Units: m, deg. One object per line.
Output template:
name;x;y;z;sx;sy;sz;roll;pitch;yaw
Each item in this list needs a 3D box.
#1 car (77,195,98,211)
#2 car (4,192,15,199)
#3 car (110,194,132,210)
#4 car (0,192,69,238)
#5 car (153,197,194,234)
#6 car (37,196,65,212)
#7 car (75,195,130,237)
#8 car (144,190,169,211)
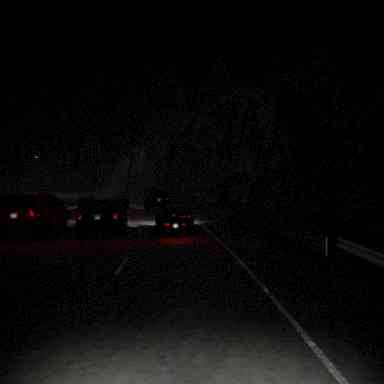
car;-11.258;1.103;36.002;1.837;1.490;4.892;-1;1;-13
car;-41.492;0.820;75.836;1.812;1.442;4.674;-1;1;-24
car;-7.789;1.054;36.377;2.128;1.511;4.902;-1;1;-13
car;-7.921;1.055;16.892;2.150;2.045;5.566;-1;1;-7
car;-1.006;1.269;17.660;1.837;1.490;4.892;0;1;-6
car;-14.532;1.169;34.529;1.812;1.442;4.674;-1;1;-13
car;-4.457;1.153;17.008;2.097;1.767;4.553;-1;1;-6
car;-3.626;0.784;33.936;2.150;2.045;5.566;-1;1;-12
